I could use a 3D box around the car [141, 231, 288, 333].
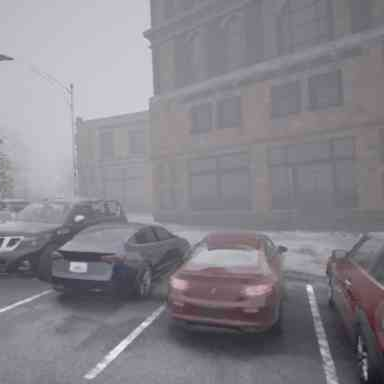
[{"bbox_3d":[0.909,1.522,6.777,2.002,1.452,4.674,0,-1,16],"label":"car"}]

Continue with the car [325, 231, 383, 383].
[{"bbox_3d":[3.336,1.372,5.012,2.185,1.767,4.553,0,-1,16],"label":"car"}]

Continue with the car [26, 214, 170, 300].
[{"bbox_3d":[-1.516,1.503,8.553,2.163,1.488,4.792,0,-1,16],"label":"car"}]

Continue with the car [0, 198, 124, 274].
[{"bbox_3d":[-3.950,1.219,10.242,2.435,2.045,5.566,1,-1,16],"label":"car"}]
